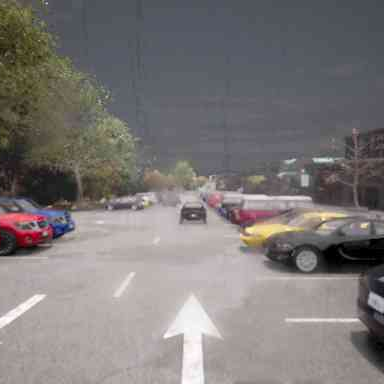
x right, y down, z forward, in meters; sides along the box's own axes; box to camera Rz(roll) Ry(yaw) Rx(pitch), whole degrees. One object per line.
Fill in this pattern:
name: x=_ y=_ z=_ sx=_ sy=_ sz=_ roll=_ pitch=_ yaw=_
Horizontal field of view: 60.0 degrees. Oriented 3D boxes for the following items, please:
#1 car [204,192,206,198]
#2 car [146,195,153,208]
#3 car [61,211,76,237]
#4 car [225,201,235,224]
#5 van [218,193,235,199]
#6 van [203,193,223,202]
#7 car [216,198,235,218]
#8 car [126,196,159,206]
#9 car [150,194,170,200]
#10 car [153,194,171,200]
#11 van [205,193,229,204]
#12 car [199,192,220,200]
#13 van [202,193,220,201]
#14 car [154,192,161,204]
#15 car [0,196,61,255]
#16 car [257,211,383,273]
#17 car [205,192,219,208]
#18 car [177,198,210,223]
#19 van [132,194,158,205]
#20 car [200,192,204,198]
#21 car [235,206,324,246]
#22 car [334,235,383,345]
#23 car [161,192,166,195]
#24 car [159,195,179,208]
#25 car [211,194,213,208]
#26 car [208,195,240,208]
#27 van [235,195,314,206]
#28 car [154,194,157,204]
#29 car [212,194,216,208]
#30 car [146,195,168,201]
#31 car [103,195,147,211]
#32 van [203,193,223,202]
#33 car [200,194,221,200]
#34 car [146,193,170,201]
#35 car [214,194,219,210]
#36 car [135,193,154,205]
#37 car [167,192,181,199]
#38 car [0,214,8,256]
car: x=4.780 y=1.241 z=43.638 sx=5.566 sy=2.045 sz=2.435 roll=0 pitch=0 yaw=0
car: x=-8.143 y=1.490 z=43.242 sx=5.366 sy=1.575 sz=1.946 roll=0 pitch=0 yaw=0
car: x=-8.305 y=1.219 z=15.242 sx=5.566 sy=2.045 sz=2.435 roll=0 pitch=0 yaw=0
car: x=4.777 y=1.504 z=21.212 sx=4.792 sy=1.488 sz=2.163 roll=0 pitch=0 yaw=0
van: x=4.865 y=1.256 z=29.622 sx=4.442 sy=1.987 sz=1.878 roll=0 pitch=0 yaw=0
van: x=4.873 y=1.236 z=77.281 sx=4.442 sy=1.987 sz=1.878 roll=0 pitch=0 yaw=0
car: x=4.754 y=1.479 z=26.818 sx=5.008 sy=1.535 sz=2.097 roll=0 pitch=0 yaw=0
car: x=-8.512 y=1.501 z=57.121 sx=5.366 sy=1.575 sz=1.946 roll=0 pitch=0 yaw=0
car: x=-8.327 y=1.390 z=87.660 sx=5.008 sy=1.535 sz=2.097 roll=0 pitch=0 yaw=0
car: x=-8.350 y=1.381 z=93.211 sx=4.792 sy=1.488 sz=2.163 roll=0 pitch=0 yaw=0
van: x=4.638 y=1.283 z=63.259 sx=4.442 sy=1.987 sz=1.878 roll=0 pitch=0 yaw=0
car: x=4.787 y=1.113 z=91.301 sx=5.566 sy=2.045 sz=2.435 roll=0 pitch=0 yaw=0
van: x=4.641 y=1.198 z=82.892 sx=4.442 sy=1.987 sz=1.878 roll=0 pitch=0 yaw=0
car: x=-8.356 y=1.251 z=54.345 sx=5.566 sy=2.045 sz=2.435 roll=0 pitch=0 yaw=0
car: x=-8.304 y=1.217 z=12.580 sx=5.566 sy=2.045 sz=2.435 roll=0 pitch=0 yaw=0
car: x=4.751 y=1.467 z=10.002 sx=5.008 sy=1.535 sz=2.097 roll=0 pitch=0 yaw=0
car: x=4.779 y=1.239 z=40.835 sx=5.566 sy=2.045 sz=2.435 roll=0 pitch=0 yaw=0
car: x=0.103 y=1.476 z=25.297 sx=1.882 sy=1.535 sz=5.008 roll=0 pitch=0 yaw=0
van: x=-8.443 y=1.281 z=59.896 sx=4.442 sy=1.987 sz=1.878 roll=0 pitch=0 yaw=0
car: x=4.782 y=1.255 z=60.459 sx=5.566 sy=2.045 sz=2.435 roll=0 pitch=0 yaw=0
car: x=4.561 y=1.465 z=12.802 sx=5.366 sy=1.575 sz=1.946 roll=0 pitch=0 yaw=0
car: x=4.774 y=1.501 z=4.394 sx=4.792 sy=1.488 sz=2.163 roll=0 pitch=0 yaw=0
car: x=-8.354 y=1.257 z=62.672 sx=5.566 sy=2.045 sz=2.435 roll=0 pitch=0 yaw=0
car: x=-3.320 y=1.524 z=49.565 sx=1.837 sy=1.490 sz=4.892 roll=0 pitch=0 yaw=0
car: x=4.781 y=1.363 z=38.031 sx=4.553 sy=1.767 sz=2.185 roll=0 pitch=0 yaw=0
car: x=4.721 y=1.372 z=49.245 sx=4.553 sy=1.767 sz=2.185 roll=0 pitch=0 yaw=0
van: x=4.864 y=1.246 z=18.409 sx=4.442 sy=1.987 sz=1.878 roll=0 pitch=0 yaw=0
car: x=-8.299 y=1.529 z=51.569 sx=4.792 sy=1.488 sz=2.163 roll=0 pitch=0 yaw=0
car: x=4.781 y=1.360 z=35.228 sx=4.553 sy=1.767 sz=2.185 roll=0 pitch=0 yaw=0
car: x=-8.317 y=1.450 z=79.334 sx=4.892 sy=1.521 sz=2.231 roll=0 pitch=0 yaw=0
car: x=-8.335 y=1.492 z=40.465 sx=4.892 sy=1.521 sz=2.231 roll=0 pitch=0 yaw=0
van: x=4.640 y=1.251 z=74.480 sx=4.442 sy=1.987 sz=1.878 roll=0 pitch=0 yaw=0
car: x=4.944 y=1.381 z=88.499 sx=5.366 sy=1.575 sz=1.946 roll=0 pitch=0 yaw=0
car: x=-8.294 y=1.178 z=82.106 sx=5.566 sy=2.045 sz=2.435 roll=0 pitch=0 yaw=0
car: x=4.718 y=1.358 z=32.425 sx=4.553 sy=1.767 sz=2.185 roll=0 pitch=0 yaw=0
car: x=-8.359 y=1.372 z=48.792 sx=4.553 sy=1.767 sz=2.185 roll=0 pitch=0 yaw=0
car: x=-3.255 y=1.378 z=65.583 sx=2.097 sy=1.767 sz=4.553 roll=0 pitch=0 yaw=0
car: x=-8.331 y=1.507 z=9.673 sx=4.674 sy=1.452 sz=2.002 roll=0 pitch=0 yaw=0
